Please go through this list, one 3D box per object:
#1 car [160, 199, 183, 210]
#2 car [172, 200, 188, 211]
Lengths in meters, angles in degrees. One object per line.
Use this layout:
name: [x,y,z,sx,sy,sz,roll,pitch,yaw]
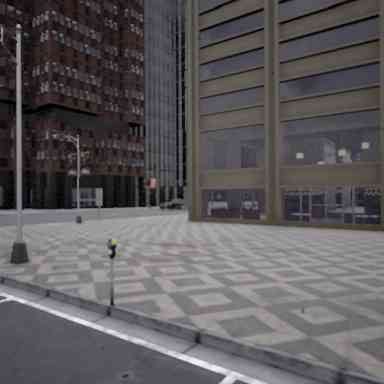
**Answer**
car: [-3.659,2.304,62.299,2.150,2.045,5.566,-1,-1,35]
car: [-1.144,2.633,60.223,1.994,1.385,4.181,-1,-1,35]
